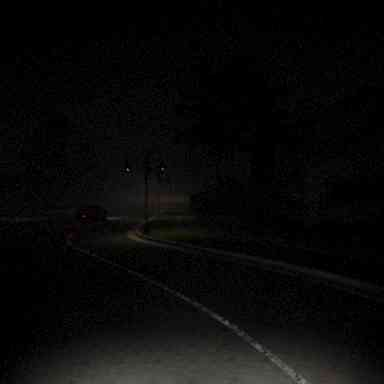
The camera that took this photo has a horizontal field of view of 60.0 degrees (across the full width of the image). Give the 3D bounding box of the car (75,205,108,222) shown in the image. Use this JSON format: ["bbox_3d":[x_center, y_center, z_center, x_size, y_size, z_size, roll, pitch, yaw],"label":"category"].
[{"bbox_3d":[-9.360,1.964,31.306,1.882,1.535,5.008,-1,-1,0],"label":"car"}]
